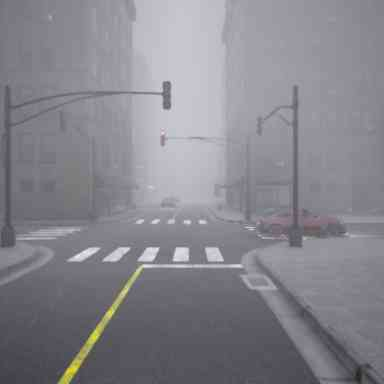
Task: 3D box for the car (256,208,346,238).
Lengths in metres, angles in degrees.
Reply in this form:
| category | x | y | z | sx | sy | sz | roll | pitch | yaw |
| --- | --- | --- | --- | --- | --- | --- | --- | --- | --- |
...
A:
| category | x | y | z | sx | sy | sz | roll | pitch | yaw |
| --- | --- | --- | --- | --- | --- | --- | --- | --- | --- |
| car | 5.284 | 1.486 | 16.438 | 4.181 | 1.385 | 1.994 | 0 | 0 | 0 |

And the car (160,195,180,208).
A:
| category | x | y | z | sx | sy | sz | roll | pitch | yaw |
| --- | --- | --- | --- | --- | --- | --- | --- | --- | --- |
| car | -3.073 | 1.367 | 43.924 | 2.033 | 1.411 | 5.357 | 0 | 0 | 0 |
